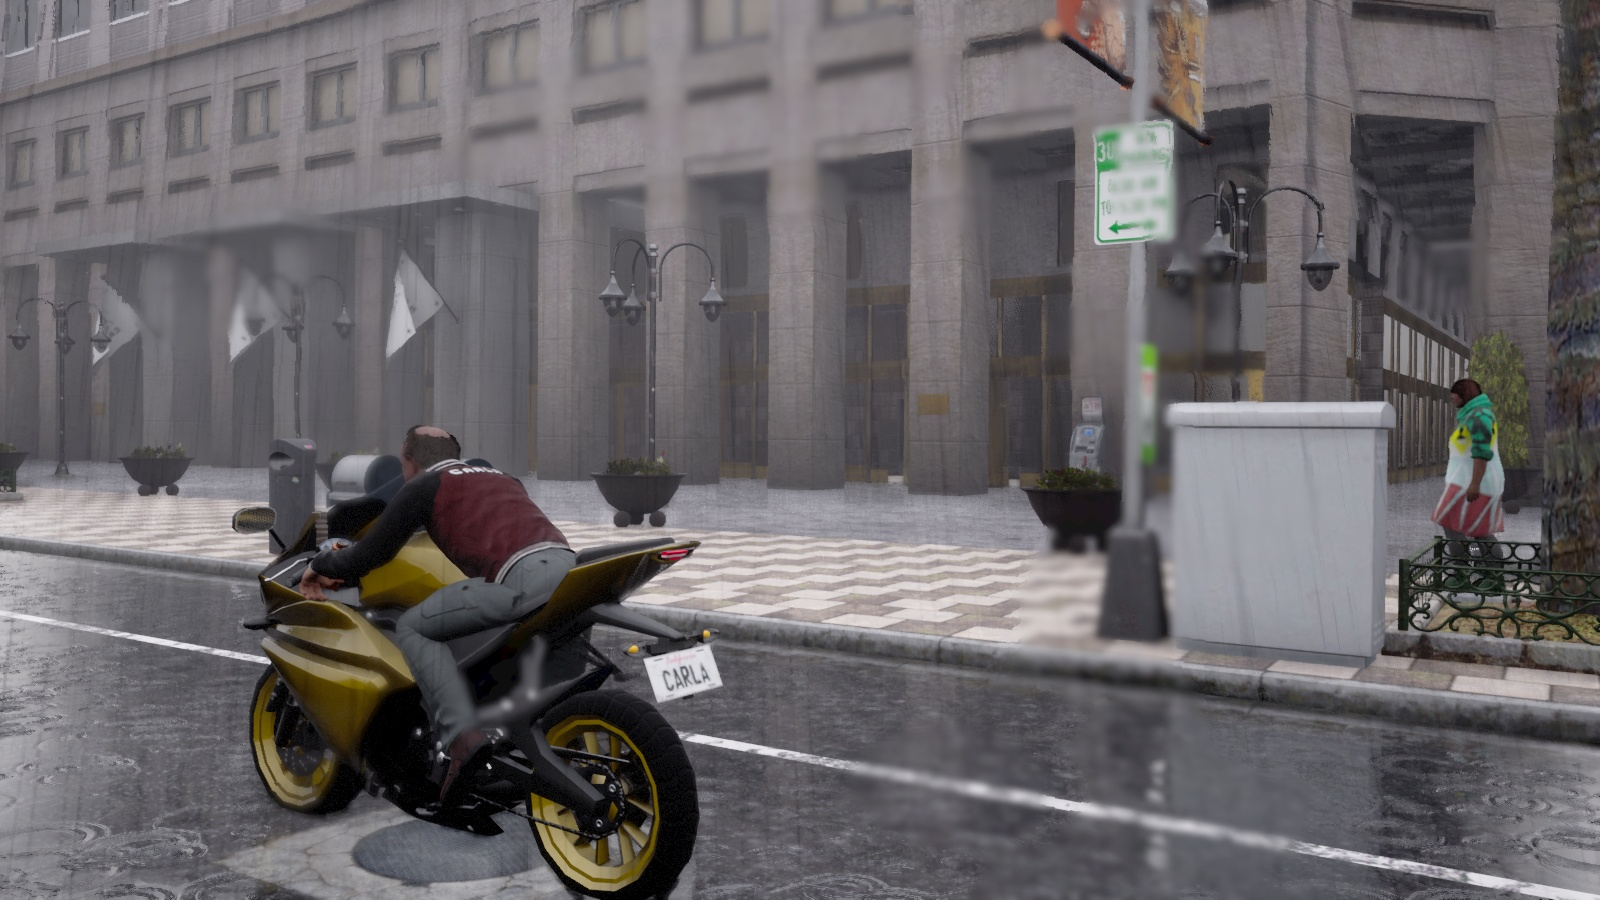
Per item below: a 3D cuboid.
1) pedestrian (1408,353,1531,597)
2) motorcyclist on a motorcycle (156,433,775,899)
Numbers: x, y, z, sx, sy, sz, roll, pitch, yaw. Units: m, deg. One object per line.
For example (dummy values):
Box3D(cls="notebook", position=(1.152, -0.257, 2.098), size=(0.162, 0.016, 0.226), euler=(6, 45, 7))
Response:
Box3D(cls="pedestrian", position=(5.620, 0.193, 10.537), size=(0.873, 1.952, 0.659), euler=(0, 1, 31))
Box3D(cls="motorcyclist on a motorcycle", position=(-1.241, 0.717, 4.448), size=(2.191, 1.530, 0.866), euler=(0, 1, 34))
